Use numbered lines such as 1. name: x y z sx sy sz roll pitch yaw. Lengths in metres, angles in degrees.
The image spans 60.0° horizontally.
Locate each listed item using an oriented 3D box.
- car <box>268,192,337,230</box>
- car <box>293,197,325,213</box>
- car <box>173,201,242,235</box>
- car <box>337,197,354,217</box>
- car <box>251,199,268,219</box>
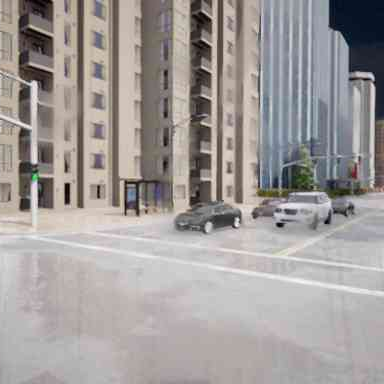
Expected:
1. car: 6.803 1.017 20.017 2.150 2.045 5.566 1 1 35
2. car: 11.778 1.205 33.282 1.994 1.385 4.181 1 1 35
3. car: 0.946 1.298 17.763 1.837 1.490 4.892 1 1 36
4. car: 12.417 1.221 28.090 1.837 1.490 4.892 1 1 35
5. car: 6.125 1.247 25.165 1.812 1.442 4.674 1 1 35
